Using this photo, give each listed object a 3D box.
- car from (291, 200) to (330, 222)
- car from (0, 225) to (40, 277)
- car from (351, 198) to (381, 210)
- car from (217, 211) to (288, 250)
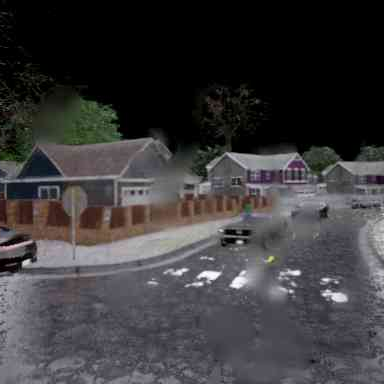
[{"bbox_3d":[9.122,1.333,25.421,1.882,1.535,5.008,-1,0,35],"label":"car"},{"bbox_3d":[-6.197,1.415,7.897,4.902,1.511,2.128,0,1,6],"label":"car"},{"bbox_3d":[19.881,1.321,37.995,4.181,1.385,1.994,-1,0,-42],"label":"car"},{"bbox_3d":[2.720,1.529,14.231,1.895,1.301,4.718,-1,0,26],"label":"car"}]
